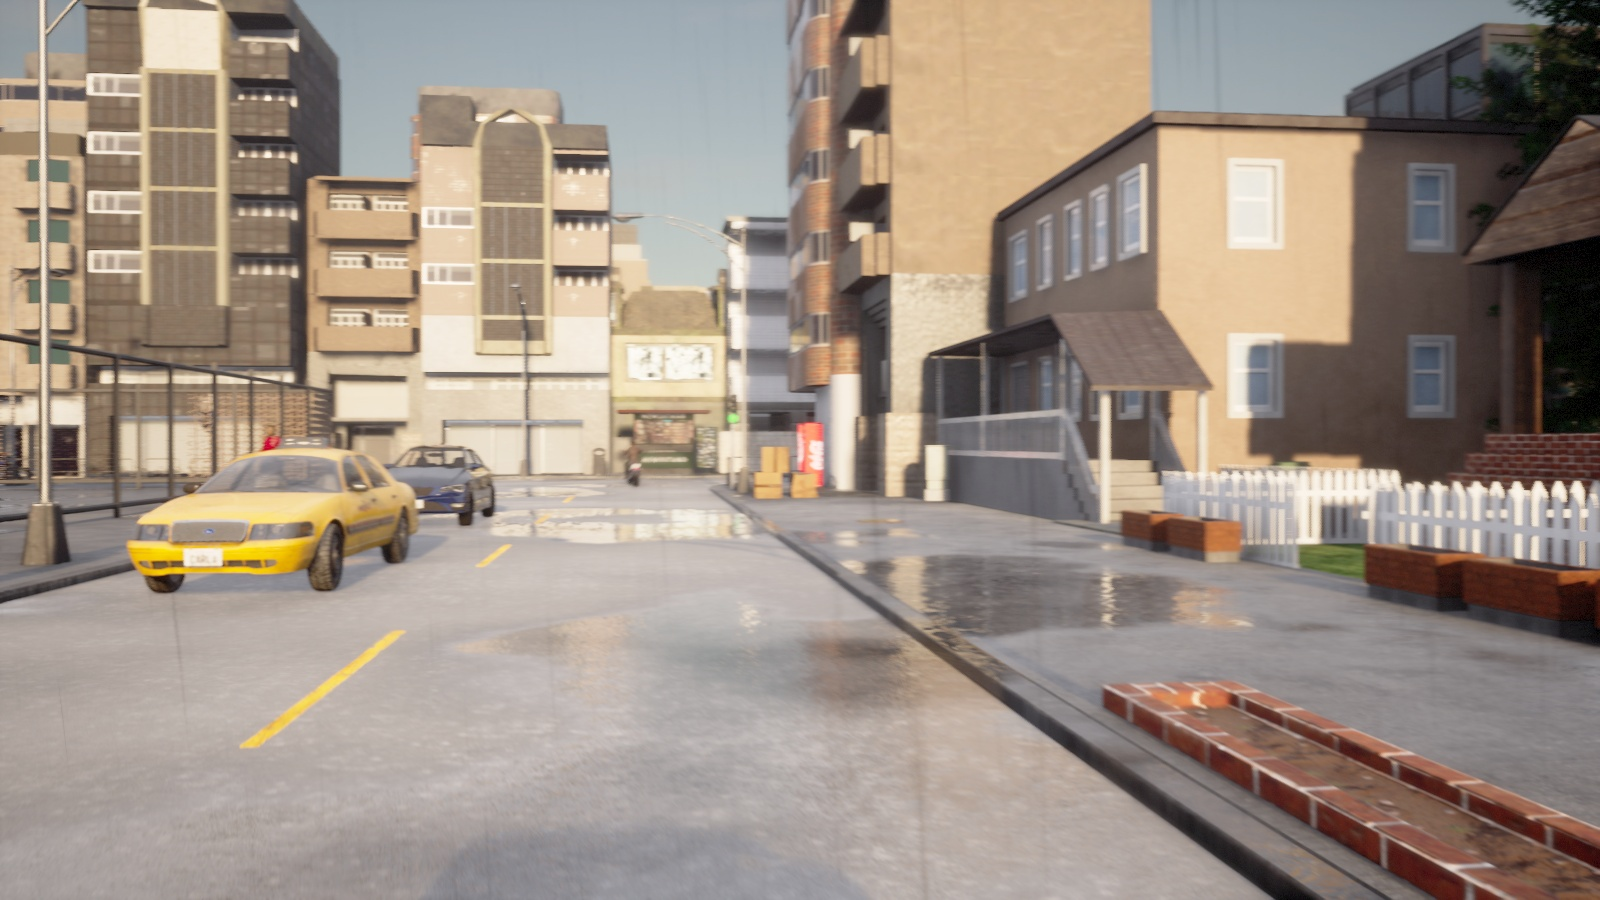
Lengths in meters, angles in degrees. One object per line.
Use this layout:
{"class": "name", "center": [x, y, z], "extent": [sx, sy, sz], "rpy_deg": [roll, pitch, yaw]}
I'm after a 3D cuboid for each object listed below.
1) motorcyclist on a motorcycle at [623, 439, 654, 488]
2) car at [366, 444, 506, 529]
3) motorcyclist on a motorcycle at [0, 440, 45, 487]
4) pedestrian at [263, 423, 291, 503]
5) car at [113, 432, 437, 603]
{"class": "motorcyclist on a motorcycle", "center": [-5.681, 0.450, 44.097], "extent": [0.766, 1.649, 2.350], "rpy_deg": [-1, 0, -14]}
{"class": "car", "center": [-6.828, 0.629, 23.982], "extent": [1.816, 1.474, 4.193], "rpy_deg": [0, 0, -5]}
{"class": "motorcyclist on a motorcycle", "center": [-28.387, 0.466, 44.804], "extent": [2.350, 1.649, 0.766], "rpy_deg": [0, 0, -7]}
{"class": "pedestrian", "center": [-12.259, 0.299, 29.451], "extent": [0.331, 1.846, 0.636], "rpy_deg": [0, 0, 6]}
{"class": "car", "center": [-5.643, 0.608, 14.344], "extent": [1.801, 1.575, 5.366], "rpy_deg": [0, 0, -4]}
